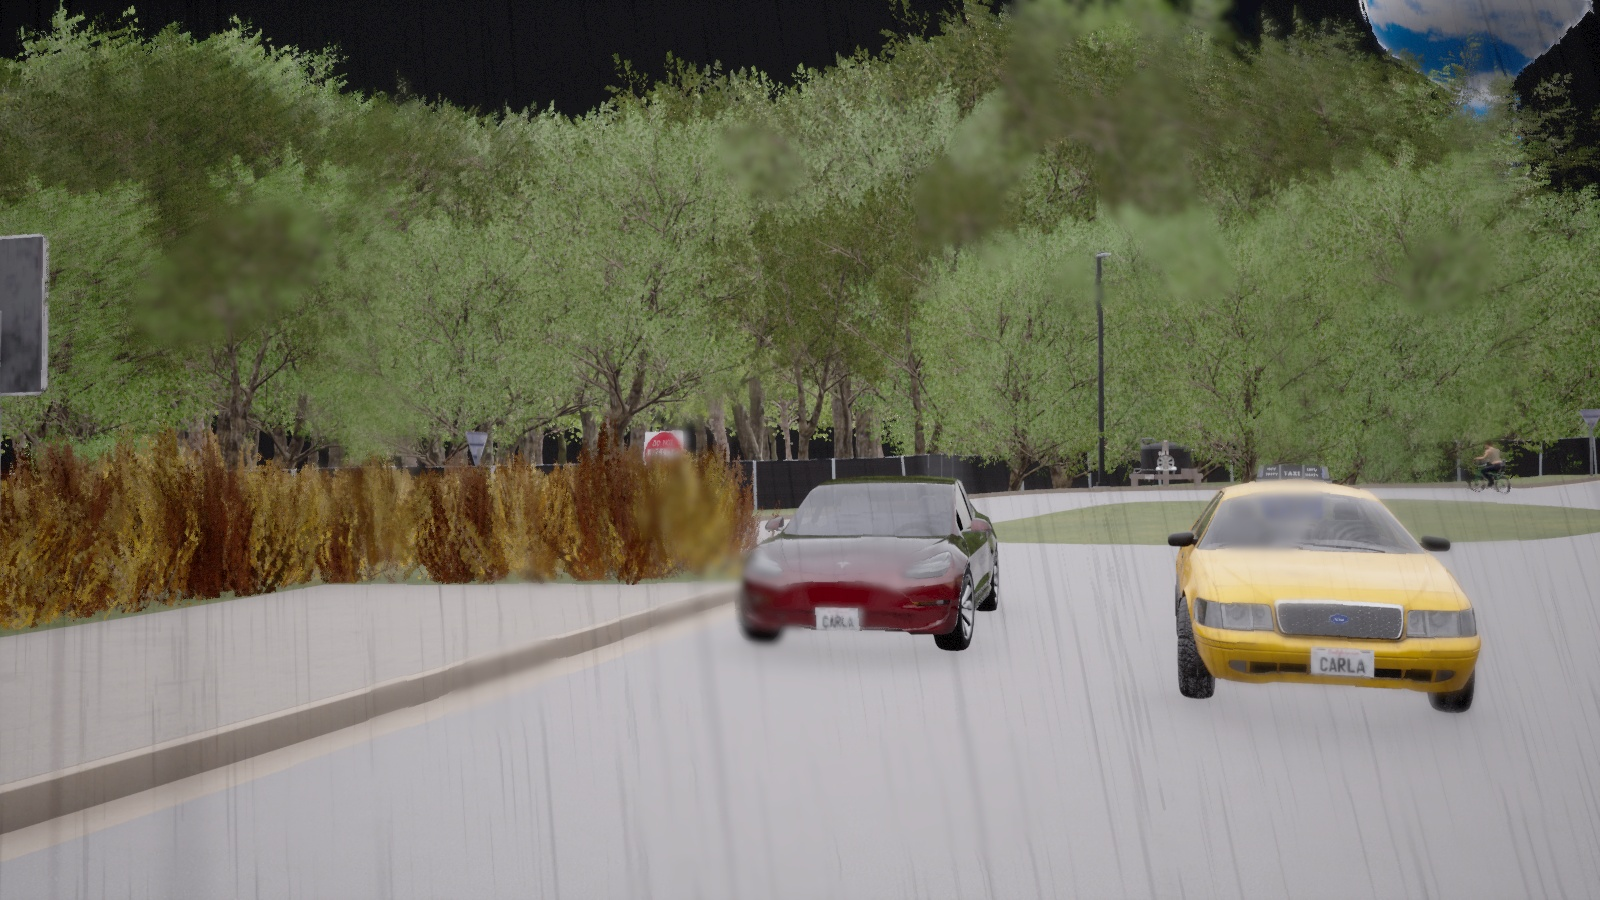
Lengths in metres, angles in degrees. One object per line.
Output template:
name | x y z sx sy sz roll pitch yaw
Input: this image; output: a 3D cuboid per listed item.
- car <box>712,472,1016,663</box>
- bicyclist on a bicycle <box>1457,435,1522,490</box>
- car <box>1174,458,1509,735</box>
car | 0.887 0.986 12.515 2.163 1.488 4.792 -1 -1 13
bicyclist on a bicycle | 20.889 0.368 38.079 0.866 1.612 1.509 -3 1 -17
car | 3.950 0.863 10.039 1.801 1.575 5.366 0 0 16
